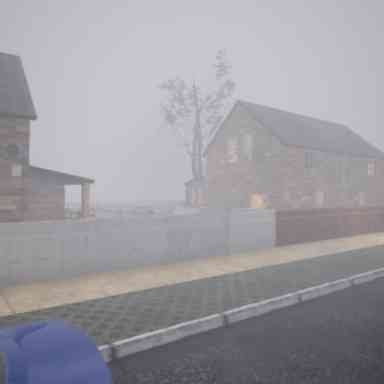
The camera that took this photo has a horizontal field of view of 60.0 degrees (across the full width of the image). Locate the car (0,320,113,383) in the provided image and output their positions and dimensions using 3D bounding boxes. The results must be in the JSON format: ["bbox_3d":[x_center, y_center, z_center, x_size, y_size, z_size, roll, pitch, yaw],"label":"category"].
[{"bbox_3d":[-2.726,1.478,1.126,5.008,1.535,1.882,0,0,-36],"label":"car"}]
